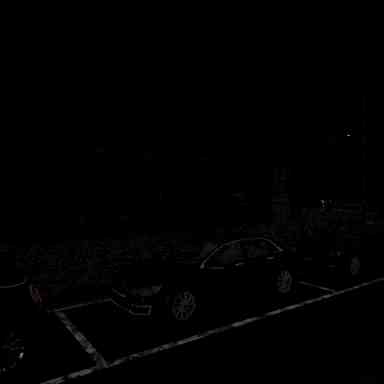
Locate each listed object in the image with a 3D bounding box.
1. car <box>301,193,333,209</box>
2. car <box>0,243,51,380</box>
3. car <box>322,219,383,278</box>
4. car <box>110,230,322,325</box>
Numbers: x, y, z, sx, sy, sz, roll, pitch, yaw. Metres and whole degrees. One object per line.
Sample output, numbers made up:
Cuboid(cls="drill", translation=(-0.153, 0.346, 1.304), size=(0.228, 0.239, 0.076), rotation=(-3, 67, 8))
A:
Cuboid(cls="car", translation=(13.280, 0.937, 36.982), size=(2.097, 1.767, 4.553), rotation=(0, 1, -36))
Cuboid(cls="car", translation=(-3.960, 1.440, 3.827), size=(4.097, 1.590, 1.967), rotation=(0, 0, -35))
Cuboid(cls="car", translation=(4.930, 1.545, 10.159), size=(4.507, 1.381, 1.887), rotation=(0, 0, -35))
Cuboid(cls="car", translation=(0.485, 1.551, 6.993), size=(4.403, 1.369, 2.008), rotation=(0, 0, -35))
